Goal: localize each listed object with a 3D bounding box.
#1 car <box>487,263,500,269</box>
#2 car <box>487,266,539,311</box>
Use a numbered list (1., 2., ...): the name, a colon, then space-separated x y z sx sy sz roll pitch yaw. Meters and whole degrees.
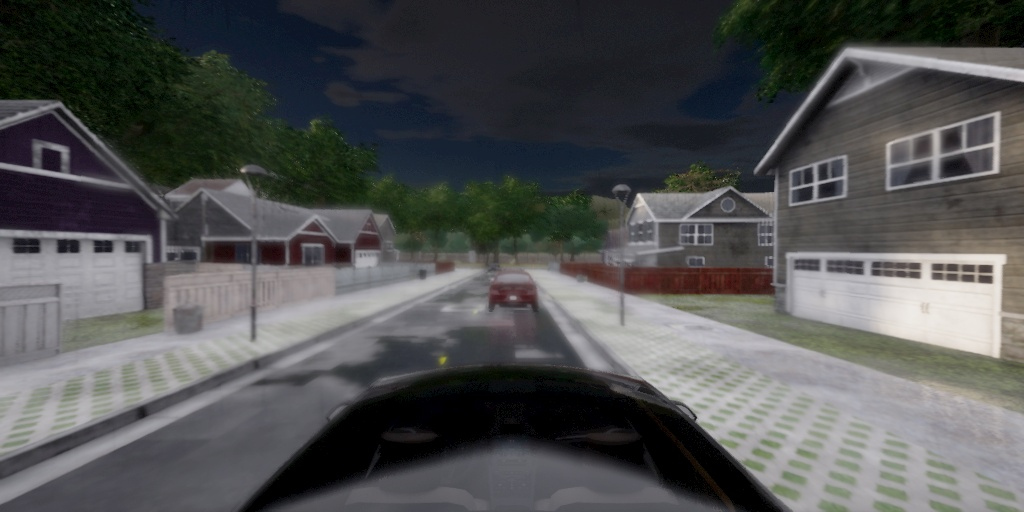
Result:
1. car: -2.733 1.785 54.680 1.994 1.385 4.181 0 -1 1
2. car: 0.067 1.353 15.157 1.882 1.535 5.008 0 0 1
